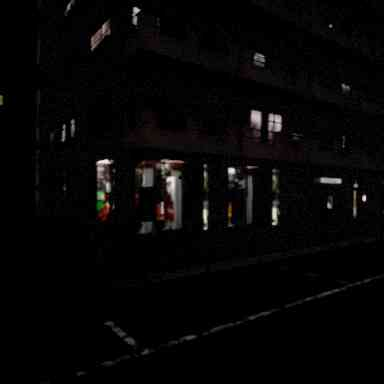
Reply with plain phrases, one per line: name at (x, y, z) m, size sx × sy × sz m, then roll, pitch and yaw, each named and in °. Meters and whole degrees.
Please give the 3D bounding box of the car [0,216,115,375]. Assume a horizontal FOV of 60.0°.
car at (-3.449, 1.321, 4.078) m, size 5.009 × 1.841 × 2.192 m, roll -1°, pitch 2°, yaw -35°
